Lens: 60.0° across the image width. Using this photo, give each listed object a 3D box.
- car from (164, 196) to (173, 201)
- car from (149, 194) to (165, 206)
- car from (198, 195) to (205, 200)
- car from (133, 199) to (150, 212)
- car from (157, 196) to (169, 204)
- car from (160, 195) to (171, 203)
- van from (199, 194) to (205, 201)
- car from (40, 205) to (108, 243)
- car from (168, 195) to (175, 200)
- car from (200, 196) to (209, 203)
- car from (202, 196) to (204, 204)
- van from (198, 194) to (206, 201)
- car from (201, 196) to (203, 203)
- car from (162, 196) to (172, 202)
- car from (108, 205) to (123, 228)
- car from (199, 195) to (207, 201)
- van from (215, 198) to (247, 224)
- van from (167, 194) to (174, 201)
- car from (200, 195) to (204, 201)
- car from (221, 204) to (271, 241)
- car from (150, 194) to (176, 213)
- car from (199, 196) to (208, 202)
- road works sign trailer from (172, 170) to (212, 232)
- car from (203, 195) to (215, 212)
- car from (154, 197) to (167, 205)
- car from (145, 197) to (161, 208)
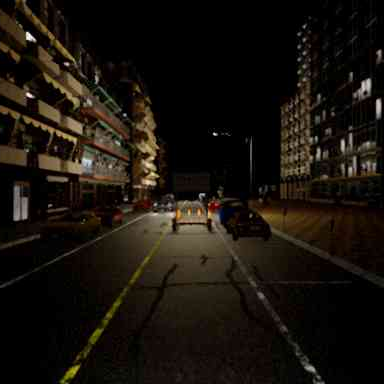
[{"bbox_3d":[-5.729,1.603,82.694,1.887,1.381,4.507,0,0,0],"label":"car"},{"bbox_3d":[-5.720,1.336,55.061,2.192,1.841,5.009,0,0,0],"label":"car"},{"bbox_3d":[2.646,1.604,93.920,1.752,1.417,4.829,0,0,0],"label":"car"},{"bbox_3d":[-5.711,1.551,38.481,1.887,1.381,4.507,0,0,0],"label":"car"},{"bbox_3d":[-5.722,1.584,66.115,2.008,1.369,4.403,0,0,0],"label":"car"},{"bbox_3d":[-5.725,1.480,71.640,1.967,1.590,4.097,0,0,0],"label":"car"},{"bbox_3d":[2.647,1.409,88.225,1.690,1.788,3.998,0,0,0],"label":"van"},{"bbox_3d":[-5.702,1.523,16.205,1.752,1.417,4.829,0,0,0],"label":"car"},{"bbox_3d":[-5.733,1.660,93.747,1.802,1.307,4.206,0,0,0],"label":"car"},{"bbox_3d":[2.656,1.566,71.813,1.752,1.417,4.829,0,0,0],"label":"car"},{"bbox_3d":[2.666,1.537,44.181,1.752,1.417,4.829,0,0,0],"label":"car"},{"bbox_3d":[2.657,1.374,66.118,1.690,1.788,3.998,0,0,0],"label":"van"},{"bbox_3d":[2.664,1.598,49.538,1.802,1.307,4.206,0,0,0],"label":"car"},{"bbox_3d":[-5.726,1.614,77.167,1.947,1.339,4.313,0,0,0],"label":"car"},{"bbox_3d":[-5.704,1.543,21.901,1.887,1.381,4.507,0,0,0],"label":"car"},{"bbox_3d":[2.651,1.498,82.697,1.967,1.590,4.097,0,0,0],"label":"car"},{"bbox_3d":[2.674,1.339,21.904,1.690,1.788,3.998,0,0,0],"label":"van"},{"bbox_3d":[-5.733,1.409,88.222,1.690,1.788,3.998,0,0,0],"label":"van"},{"bbox_3d":[2.662,1.603,55.064,1.802,1.307,4.206,0,0,0],"label":"car"},{"bbox_3d":[2.678,1.523,16.548,1.752,1.417,4.829,0,0,0],"label":"car"},{"bbox_3d":[-3.108,1.358,37.148,2.097,1.767,4.553,0,0,0],"label":"car"},{"bbox_3d":[2.654,1.615,77.171,1.947,1.339,4.313,0,0,0],"label":"car"},{"bbox_3d":[-0.010,0.462,19.901,2.380,3.560,2.880,0,0,0],"label":"road works sign trailer"},{"bbox_3d":[2.668,1.447,38.484,1.967,1.590,4.097,0,0,0],"label":"car"},{"bbox_3d":[-5.720,1.577,60.588,2.008,1.369,4.403,0,0,0],"label":"car"},{"bbox_3d":[-5.716,1.541,49.365,1.752,1.417,4.829,0,0,0],"label":"car"}]
